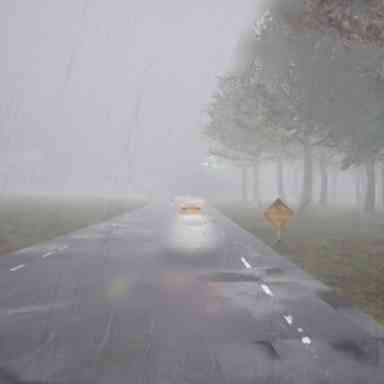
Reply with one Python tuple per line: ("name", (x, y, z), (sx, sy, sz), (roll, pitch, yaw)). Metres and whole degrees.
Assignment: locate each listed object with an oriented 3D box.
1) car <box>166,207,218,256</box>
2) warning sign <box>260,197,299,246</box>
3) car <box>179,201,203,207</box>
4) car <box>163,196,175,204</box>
("car", (0.020, 1.565, 13.176), (1.812, 1.442, 4.674), (0, 0, 0))
("warning sign", (3.515, 1.157, 13.482), (1.300, 1.860, 1.060), (-1, -1, 0))
("car", (-0.060, 1.485, 28.663), (1.882, 1.535, 5.008), (0, 1, 0))
("car", (-3.987, 1.357, 58.208), (2.033, 1.411, 5.357), (-2, 2, 0))
